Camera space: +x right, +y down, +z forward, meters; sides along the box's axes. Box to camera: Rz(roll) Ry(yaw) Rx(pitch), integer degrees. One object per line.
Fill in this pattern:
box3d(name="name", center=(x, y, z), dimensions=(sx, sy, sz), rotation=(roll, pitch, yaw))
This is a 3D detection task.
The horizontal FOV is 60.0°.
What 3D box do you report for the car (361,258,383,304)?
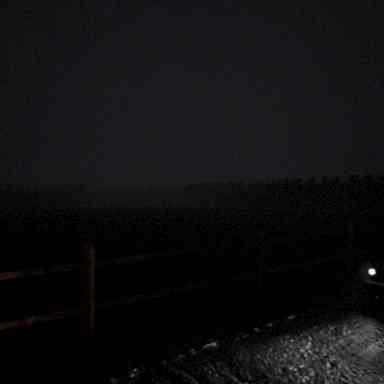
box3d(name="car", center=(5.562, 1.587, 6.932), dimensions=(4.718, 1.301, 1.895), rotation=(0, 0, -35))
